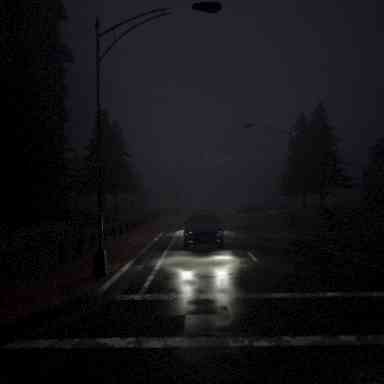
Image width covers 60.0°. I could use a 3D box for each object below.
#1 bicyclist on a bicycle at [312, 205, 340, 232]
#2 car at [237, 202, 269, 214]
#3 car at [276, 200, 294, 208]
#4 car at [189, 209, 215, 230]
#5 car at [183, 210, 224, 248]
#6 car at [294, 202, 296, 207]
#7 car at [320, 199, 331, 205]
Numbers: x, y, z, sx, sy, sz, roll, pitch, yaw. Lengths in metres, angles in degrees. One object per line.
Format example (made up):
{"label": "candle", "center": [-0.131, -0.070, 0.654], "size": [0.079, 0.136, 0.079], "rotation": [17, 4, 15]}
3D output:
{"label": "bicyclist on a bicycle", "center": [8.123, 1.619, 20.181], "size": [1.656, 1.620, 0.582], "rotation": [-1, -1, 1]}
{"label": "car", "center": [8.966, 2.562, 50.000], "size": [4.718, 1.301, 1.895], "rotation": [0, -2, -40]}
{"label": "car", "center": [19.164, 2.565, 68.582], "size": [1.845, 1.501, 3.633], "rotation": [-1, -1, 2]}
{"label": "car", "center": [0.807, 2.188, 27.312], "size": [1.994, 1.385, 4.181], "rotation": [-1, -1, 2]}
{"label": "car", "center": [0.589, 1.882, 17.357], "size": [1.882, 1.535, 5.008], "rotation": [-1, -1, 1]}
{"label": "car", "center": [22.364, 2.677, 75.910], "size": [1.970, 1.475, 3.806], "rotation": [-1, -1, 2]}
{"label": "car", "center": [34.675, 2.609, 86.543], "size": [1.845, 1.501, 3.633], "rotation": [-1, -1, 2]}
